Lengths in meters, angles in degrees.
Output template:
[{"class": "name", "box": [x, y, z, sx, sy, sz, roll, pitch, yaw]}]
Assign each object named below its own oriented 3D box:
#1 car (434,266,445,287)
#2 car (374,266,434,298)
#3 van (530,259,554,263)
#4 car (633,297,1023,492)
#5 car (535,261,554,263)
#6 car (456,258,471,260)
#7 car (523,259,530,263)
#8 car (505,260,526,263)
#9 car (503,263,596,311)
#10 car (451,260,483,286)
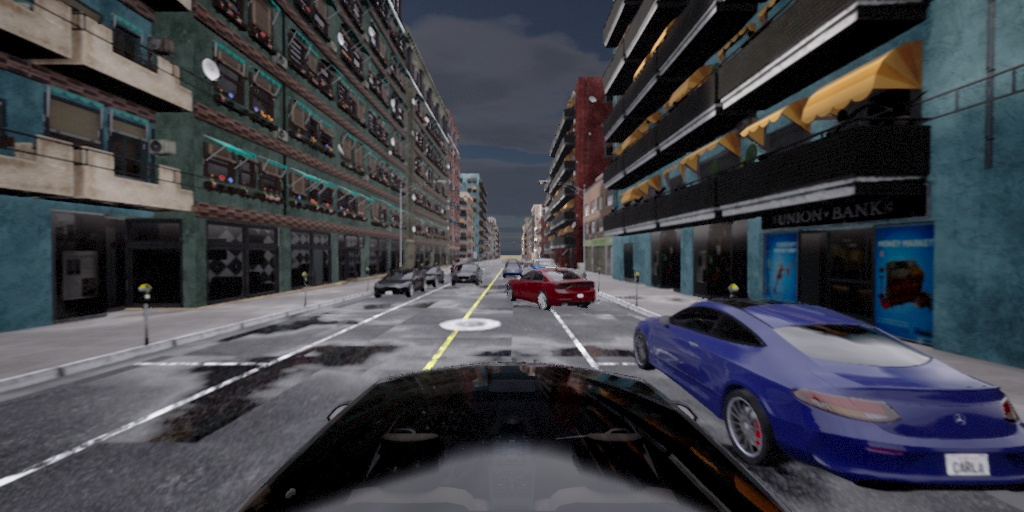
[{"class": "car", "box": [-5.691, 1.345, 24.457, 1.948, 1.339, 4.313, 0, 0, 0]}, {"class": "car", "box": [-5.691, 1.337, 18.773, 1.948, 1.339, 4.313, 0, 0, 0]}, {"class": "van", "box": [2.690, 1.128, 30.138, 1.690, 1.789, 3.998, 0, 0, 0]}, {"class": "car", "box": [3.148, 1.279, 4.782, 1.812, 1.442, 4.674, 0, 0, 0]}, {"class": "car", "box": [2.690, 1.304, 24.623, 1.751, 1.417, 4.829, 0, 0, 0]}, {"class": "car", "box": [-5.690, 1.122, 41.512, 2.192, 1.841, 5.009, 0, 0, 0]}, {"class": "car", "box": [2.692, 1.389, 58.561, 2.007, 1.370, 4.403, 0, 0, 0]}, {"class": "car", "box": [0.093, 1.360, 35.366, 1.994, 1.385, 4.181, 0, 0, 0]}, {"class": "car", "box": [1.413, 1.243, 14.836, 1.882, 1.535, 5.008, -1, 0, -23]}, {"class": "car", "box": [-3.097, 1.285, 25.375, 1.837, 1.490, 4.892, 0, 0, 0]}]
